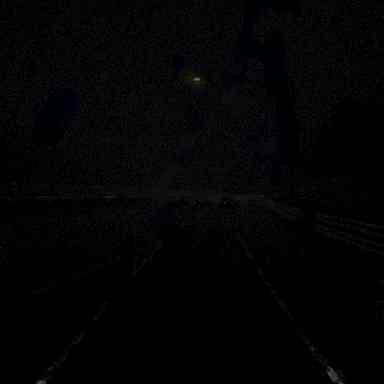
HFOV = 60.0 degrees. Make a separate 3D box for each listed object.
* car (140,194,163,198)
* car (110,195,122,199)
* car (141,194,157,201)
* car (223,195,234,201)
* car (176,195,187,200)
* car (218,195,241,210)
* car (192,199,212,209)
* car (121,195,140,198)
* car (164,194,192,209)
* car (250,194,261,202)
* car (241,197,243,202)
[{"bbox_3d":[-7.860,1.470,64.468,1.812,1.442,4.674,1,0,15],"label":"car"},{"bbox_3d":[-14.651,1.395,66.160,2.128,1.511,4.902,1,0,15],"label":"car"},{"bbox_3d":[-10.490,1.280,81.421,2.097,1.767,4.553,1,0,15],"label":"car"},{"bbox_3d":[10.004,1.670,90.076,2.128,1.511,4.902,1,0,15],"label":"car"},{"bbox_3d":[-3.070,1.603,95.347,1.895,1.301,4.718,1,0,15],"label":"car"},{"bbox_3d":[4.824,1.422,44.441,2.097,1.767,4.553,1,0,15],"label":"car"},{"bbox_3d":[1.465,1.636,45.436,1.895,1.301,4.718,1,0,15],"label":"car"},{"bbox_3d":[-11.255,1.451,65.308,2.033,1.411,5.357,1,0,15],"label":"car"},{"bbox_3d":[-1.914,1.477,46.343,1.882,1.535,5.008,1,0,15],"label":"car"},{"bbox_3d":[15.821,1.799,84.802,1.895,1.301,4.718,1,0,15],"label":"car"},{"bbox_3d":[11.278,1.679,81.439,1.812,1.442,4.674,1,0,15],"label":"car"}]
